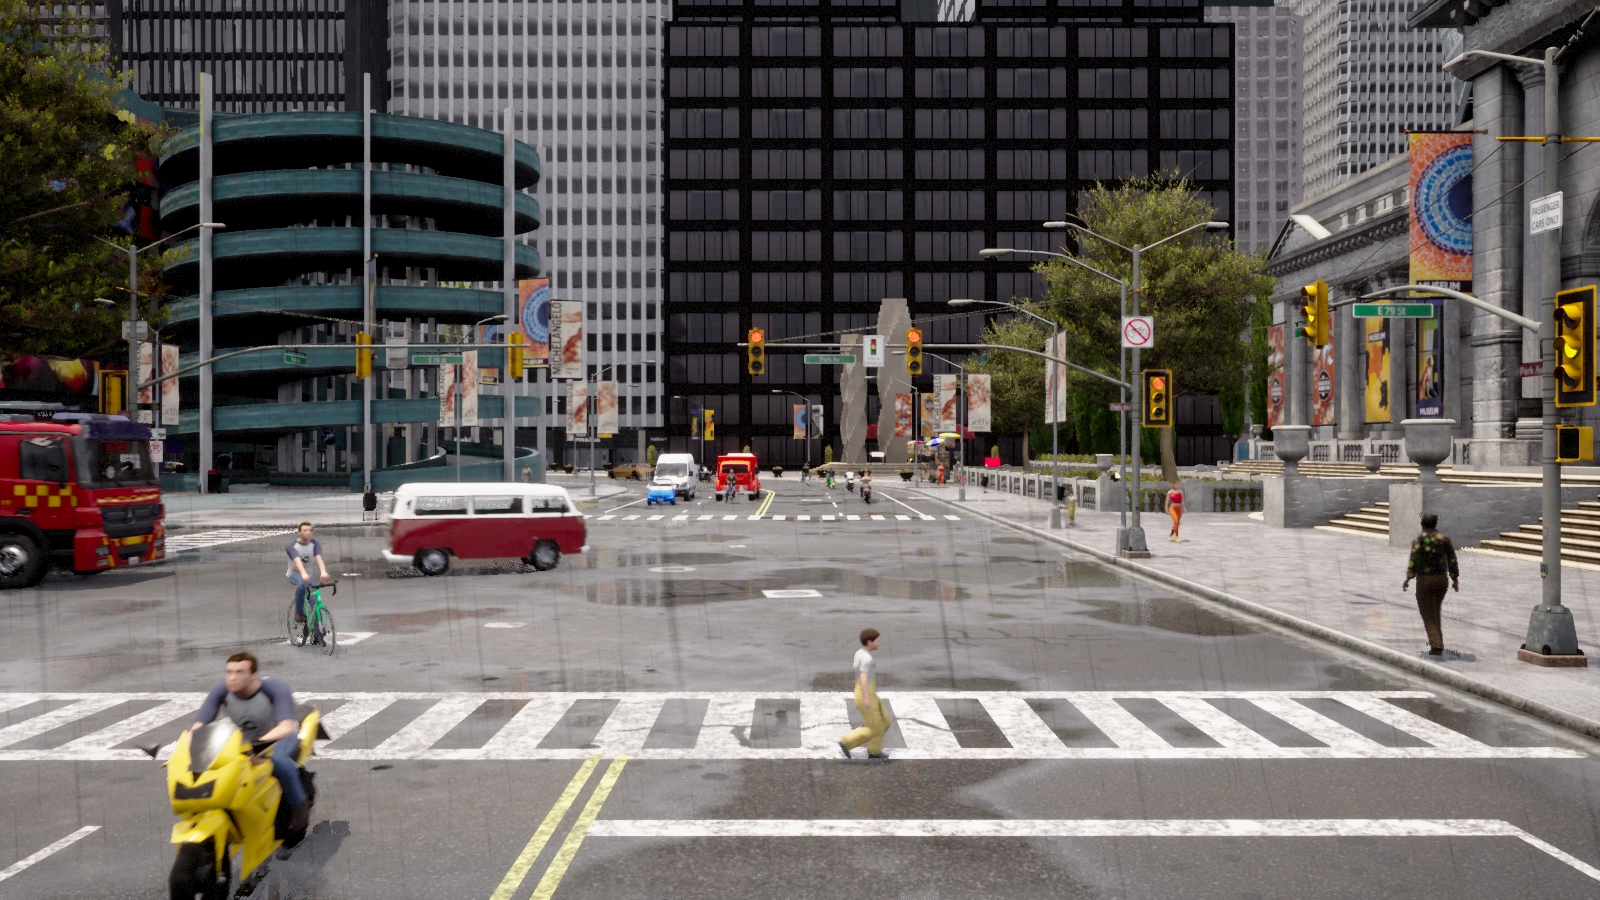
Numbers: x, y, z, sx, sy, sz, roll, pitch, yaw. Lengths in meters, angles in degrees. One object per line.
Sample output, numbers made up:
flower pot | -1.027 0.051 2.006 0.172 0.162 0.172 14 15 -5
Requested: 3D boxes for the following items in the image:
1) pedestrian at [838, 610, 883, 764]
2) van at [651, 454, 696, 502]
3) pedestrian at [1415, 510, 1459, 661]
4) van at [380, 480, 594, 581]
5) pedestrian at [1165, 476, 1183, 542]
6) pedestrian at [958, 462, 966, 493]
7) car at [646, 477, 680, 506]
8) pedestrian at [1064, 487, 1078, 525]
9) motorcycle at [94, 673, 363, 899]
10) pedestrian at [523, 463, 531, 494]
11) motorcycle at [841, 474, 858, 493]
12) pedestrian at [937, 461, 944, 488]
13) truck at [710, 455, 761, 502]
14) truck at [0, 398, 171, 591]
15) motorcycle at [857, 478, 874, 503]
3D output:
pedestrian | 0.540 2.124 10.302 0.375 1.300 0.375 0 0 -1
van | -7.042 1.510 64.165 1.988 2.561 5.915 0 0 -1
pedestrian | 8.012 1.690 14.375 0.375 1.860 0.375 0 0 7
van | -7.228 1.771 26.383 4.480 2.038 2.069 0 1 -24
pedestrian | 10.634 1.683 32.473 0.375 1.860 0.375 0 0 -1
pedestrian | 9.871 1.669 69.669 0.375 1.860 0.375 0 0 -5
car | -6.988 2.098 58.266 1.481 1.376 2.207 0 0 0
pedestrian | 9.469 1.961 39.914 0.375 1.300 0.375 0 0 -1
motorcycle | -3.533 2.209 7.308 0.803 1.145 2.033 -1 0 -4
pedestrian | -16.048 1.670 67.230 0.375 1.860 0.375 0 0 6
motorcycle | 3.201 2.184 74.181 0.803 1.145 2.033 0 0 -5
pedestrian | 9.527 1.665 77.373 0.375 1.860 0.375 0 0 -14
truck | -3.541 1.543 64.074 2.627 2.467 5.204 0 0 -1
truck | -18.336 0.881 24.142 8.468 3.827 2.891 0 0 -1
motorcycle | 3.495 2.146 61.132 0.764 1.277 2.356 0 0 0
